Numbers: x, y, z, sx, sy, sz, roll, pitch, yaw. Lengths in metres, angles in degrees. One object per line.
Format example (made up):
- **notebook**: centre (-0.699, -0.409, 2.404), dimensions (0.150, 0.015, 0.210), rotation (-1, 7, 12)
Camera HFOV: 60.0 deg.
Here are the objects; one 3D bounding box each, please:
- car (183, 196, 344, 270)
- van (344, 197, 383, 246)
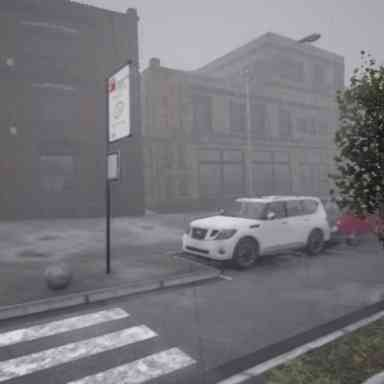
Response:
- **car**: centre (2.377, 1.171, 11.278), dimensions (5.566, 2.045, 2.435), rotation (-1, 0, -35)
- **van**: centre (6.837, 1.154, 14.425), dimensions (4.442, 1.987, 1.878), rotation (-1, 0, -35)
